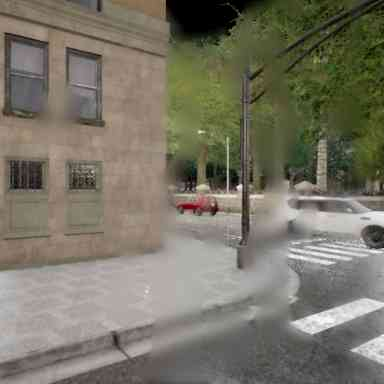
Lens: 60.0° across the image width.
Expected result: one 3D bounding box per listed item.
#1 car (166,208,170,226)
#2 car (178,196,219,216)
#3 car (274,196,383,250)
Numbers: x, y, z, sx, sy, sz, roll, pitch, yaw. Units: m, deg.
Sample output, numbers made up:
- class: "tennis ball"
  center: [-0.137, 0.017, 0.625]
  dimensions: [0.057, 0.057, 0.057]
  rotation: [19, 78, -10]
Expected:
- class: "car"
  center: [-3.260, 1.544, 22.222]
  dimensions: [1.947, 1.339, 4.313]
  rotation: [0, 0, -35]
- class: "car"
  center: [0.507, 1.285, 31.760]
  dimensions: [2.192, 1.841, 5.009]
  rotation: [0, 0, -35]
- class: "car"
  center: [6.449, 1.214, 14.831]
  dimensions: [5.566, 2.045, 2.150]
  rotation: [0, 1, 41]
